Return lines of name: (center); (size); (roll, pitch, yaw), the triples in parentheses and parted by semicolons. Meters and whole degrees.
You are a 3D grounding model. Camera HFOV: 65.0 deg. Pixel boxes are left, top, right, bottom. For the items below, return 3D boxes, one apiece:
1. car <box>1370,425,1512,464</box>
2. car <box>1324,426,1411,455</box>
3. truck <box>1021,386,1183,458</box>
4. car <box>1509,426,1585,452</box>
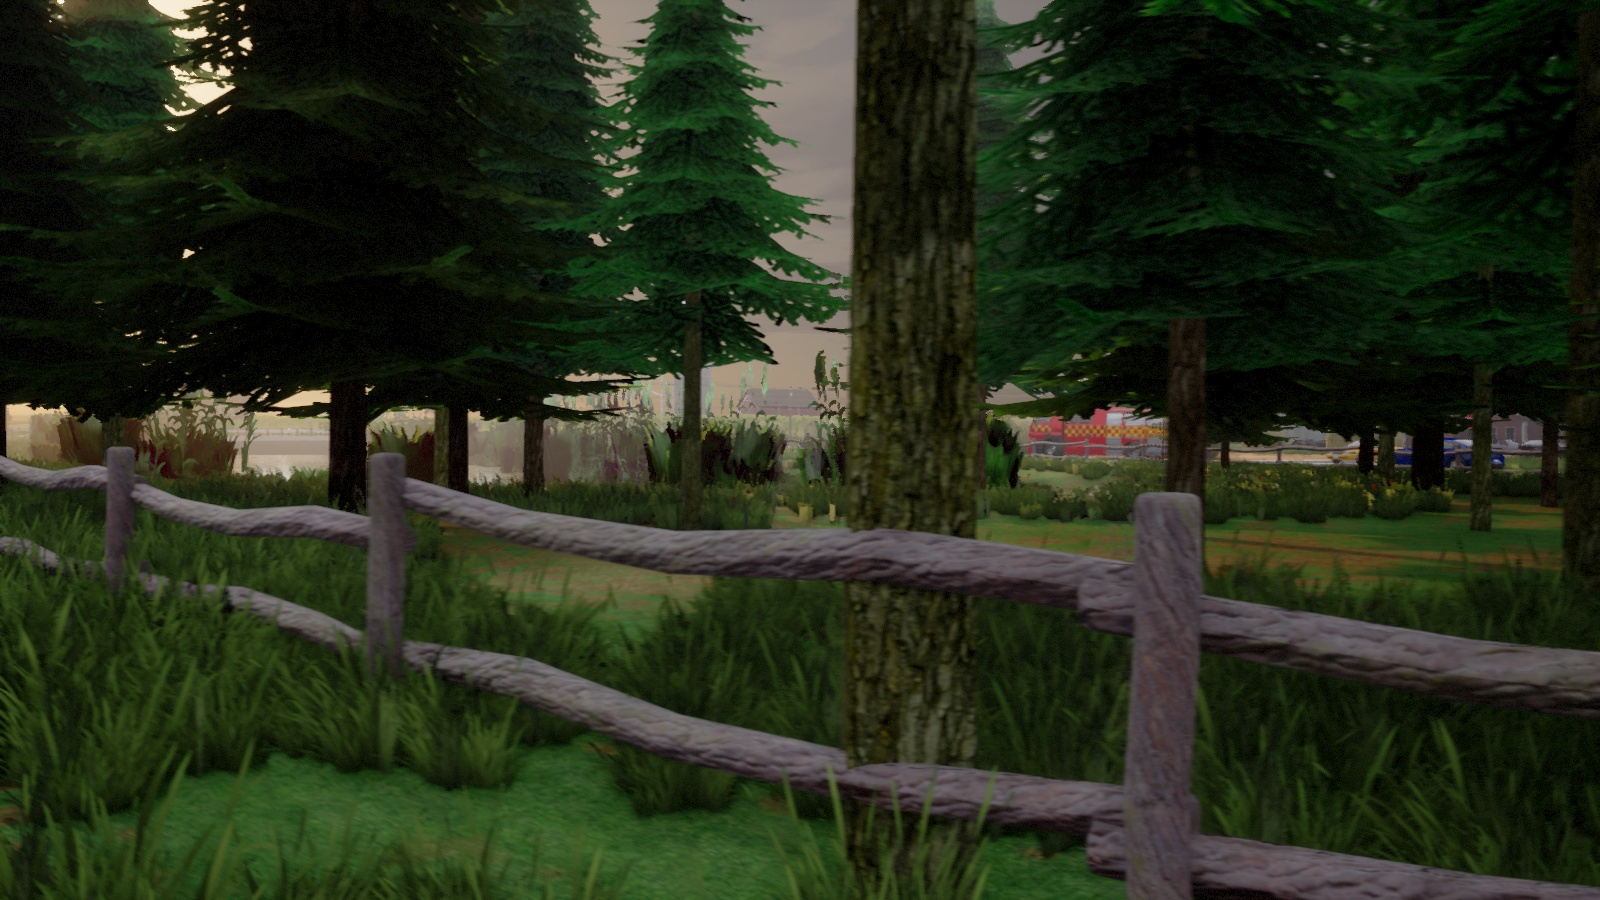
car: (26.223, -0.239, 51.542); (1.882, 1.535, 5.008); (-1, 1, -28)
car: (32.683, -0.574, 72.271); (5.366, 1.575, 1.801); (-1, 1, -30)
truck: (16.888, -1.547, 70.713); (8.468, 3.827, 2.891); (0, 1, 41)
car: (44.853, -0.656, 75.373); (4.892, 1.490, 1.837); (-1, 1, -30)
